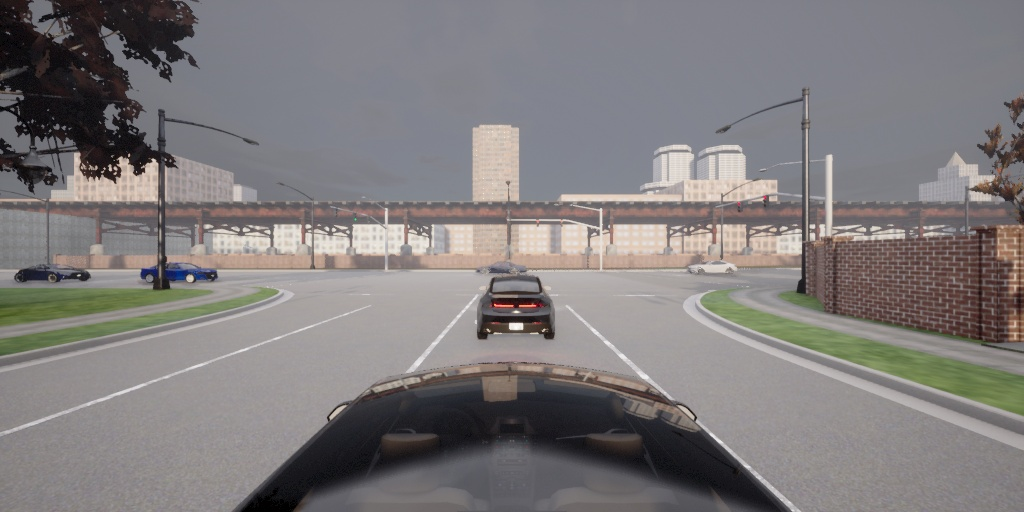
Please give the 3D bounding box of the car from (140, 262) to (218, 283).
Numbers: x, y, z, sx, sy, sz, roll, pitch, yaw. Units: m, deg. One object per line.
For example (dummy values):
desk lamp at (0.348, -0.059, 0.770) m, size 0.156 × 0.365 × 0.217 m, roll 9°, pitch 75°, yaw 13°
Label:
car at (-25.226, 1.228, 27.291) m, size 5.008 × 1.535 × 1.882 m, roll 0°, pitch 0°, yaw 2°

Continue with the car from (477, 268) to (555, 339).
car at (0.093, 1.256, 10.060) m, size 1.837 × 1.490 × 4.892 m, roll 0°, pitch 0°, yaw 0°

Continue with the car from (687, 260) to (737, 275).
car at (20.472, 1.174, 36.752) m, size 4.674 × 1.442 × 1.812 m, roll -1°, pitch 0°, yaw 1°

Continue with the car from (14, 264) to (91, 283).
car at (-35.254, 1.314, 27.600) m, size 4.181 × 1.385 × 1.994 m, roll 0°, pitch 0°, yaw 2°

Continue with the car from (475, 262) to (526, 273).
car at (-1.064, 1.291, 37.341) m, size 5.357 × 1.411 × 2.033 m, roll 0°, pitch 0°, yaw 2°
